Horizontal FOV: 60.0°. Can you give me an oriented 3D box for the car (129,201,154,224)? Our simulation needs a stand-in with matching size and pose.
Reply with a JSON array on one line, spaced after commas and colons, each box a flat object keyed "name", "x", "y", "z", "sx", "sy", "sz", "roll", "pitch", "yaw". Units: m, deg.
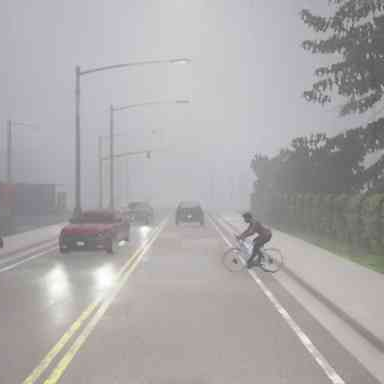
[{"name": "car", "x": -3.864, "y": 1.458, "z": 24.126, "sx": 1.837, "sy": 1.490, "sz": 4.892, "roll": 0, "pitch": 0, "yaw": 0}]

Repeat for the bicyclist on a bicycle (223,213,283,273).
[{"name": "bicyclist on a bicycle", "x": 1.653, "y": 1.389, "z": 8.975, "sx": 1.656, "sy": 1.620, "sz": 0.582, "roll": 1, "pitch": 0, "yaw": -1}]

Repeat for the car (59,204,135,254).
[{"name": "car", "x": -3.754, "y": 1.451, "z": 13.560, "sx": 1.882, "sy": 1.535, "sz": 5.008, "roll": 0, "pitch": 0, "yaw": -1}]

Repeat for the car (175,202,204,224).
[{"name": "car", "x": -0.190, "y": 1.431, "z": 24.016, "sx": 1.882, "sy": 1.535, "sz": 5.008, "roll": 0, "pitch": 0, "yaw": -1}]
